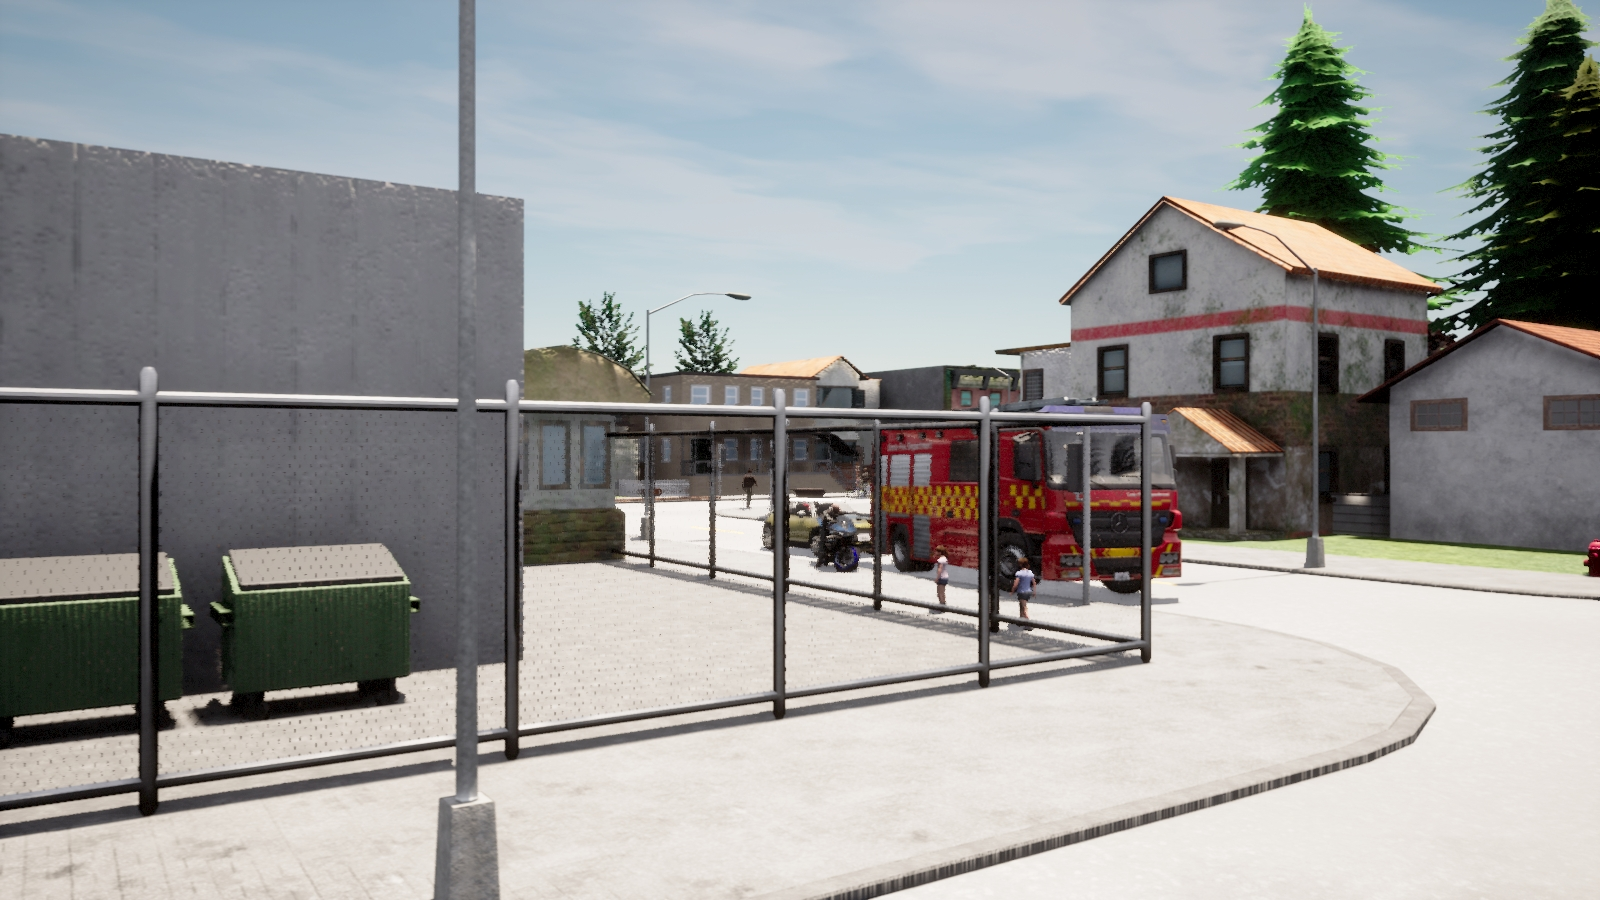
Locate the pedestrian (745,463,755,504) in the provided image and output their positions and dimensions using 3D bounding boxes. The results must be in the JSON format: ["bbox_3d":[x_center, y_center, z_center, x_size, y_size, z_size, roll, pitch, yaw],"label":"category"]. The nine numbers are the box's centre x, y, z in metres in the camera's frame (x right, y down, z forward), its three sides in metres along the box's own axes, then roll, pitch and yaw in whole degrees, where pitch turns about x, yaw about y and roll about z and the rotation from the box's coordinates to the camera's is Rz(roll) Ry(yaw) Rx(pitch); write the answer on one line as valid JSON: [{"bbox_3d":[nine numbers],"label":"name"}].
[{"bbox_3d":[-2.308,1.530,52.375,0.375,1.860,0.375,0,0,14],"label":"pedestrian"}]

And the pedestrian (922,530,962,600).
[{"bbox_3d":[2.364,1.901,19.016,0.500,1.100,0.500,0,0,31],"label":"pedestrian"}]

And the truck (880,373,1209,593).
[{"bbox_3d":[4.710,0.682,24.406,2.891,3.827,8.468,1,-1,-19],"label":"truck"}]

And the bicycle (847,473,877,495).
[{"bbox_3d":[3.574,1.958,65.752,1.835,1.271,0.329,0,0,-33],"label":"bicycle"}]

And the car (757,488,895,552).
[{"bbox_3d":[0.655,1.853,31.253,1.970,1.475,3.806,0,0,-33],"label":"car"}]

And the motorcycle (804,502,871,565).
[{"bbox_3d":[0.828,1.880,26.128,0.867,1.251,2.209,0,0,-17],"label":"motorcycle"}]

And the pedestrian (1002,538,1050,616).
[{"bbox_3d":[3.408,1.902,17.229,0.500,1.100,0.500,0,0,-30],"label":"pedestrian"}]
